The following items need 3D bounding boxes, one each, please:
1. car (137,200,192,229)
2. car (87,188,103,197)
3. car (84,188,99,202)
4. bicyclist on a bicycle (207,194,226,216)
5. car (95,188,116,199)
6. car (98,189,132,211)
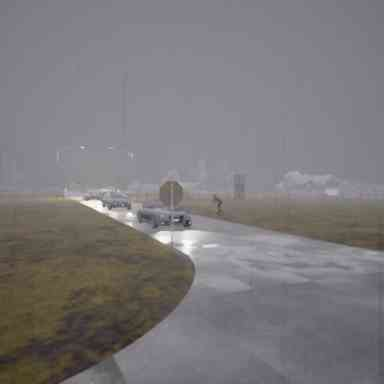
[{"bbox_3d":[-1.576,1.143,18.110,1.994,1.385,4.181,1,1,-25],"label":"car"},{"bbox_3d":[-17.534,0.055,59.791,2.033,1.411,5.357,1,1,-25],"label":"car"},{"bbox_3d":[-12.448,0.420,41.798,1.812,1.442,4.674,1,1,-24],"label":"car"},{"bbox_3d":[1.832,0.986,25.020,1.656,1.620,0.582,0,1,-25],"label":"bicyclist on a bicycle"},{"bbox_3d":[-13.175,0.236,50.333,2.128,1.511,4.902,1,1,-25],"label":"car"},{"bbox_3d":[-6.599,0.760,29.025,1.837,1.490,4.892,1,1,-25],"label":"car"}]
